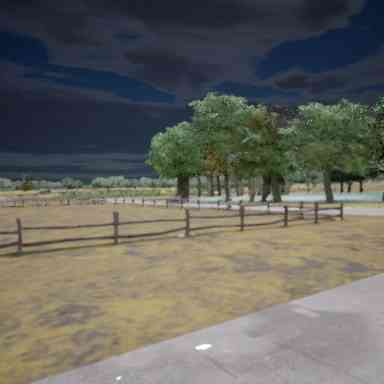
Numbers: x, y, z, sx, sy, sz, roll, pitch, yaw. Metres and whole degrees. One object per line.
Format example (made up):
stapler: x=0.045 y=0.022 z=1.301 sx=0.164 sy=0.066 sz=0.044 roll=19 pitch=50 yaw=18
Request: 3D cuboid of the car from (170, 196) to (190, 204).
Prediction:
car: x=-2.285 y=1.457 z=61.693 sx=1.837 sy=1.490 sz=4.892 roll=-3 pitch=2 yaw=-35
